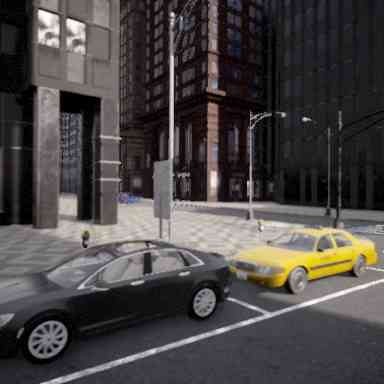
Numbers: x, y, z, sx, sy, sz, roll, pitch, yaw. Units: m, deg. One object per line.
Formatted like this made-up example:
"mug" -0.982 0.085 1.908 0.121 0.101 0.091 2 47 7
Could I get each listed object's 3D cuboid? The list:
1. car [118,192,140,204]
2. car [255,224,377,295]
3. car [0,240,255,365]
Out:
"car" -8.859 0.845 45.246 1.882 1.535 5.008 1 1 -36
"car" 3.087 1.571 8.870 4.829 1.417 1.752 0 0 -36
"car" -1.254 1.564 5.756 4.403 1.369 2.008 0 0 -36
